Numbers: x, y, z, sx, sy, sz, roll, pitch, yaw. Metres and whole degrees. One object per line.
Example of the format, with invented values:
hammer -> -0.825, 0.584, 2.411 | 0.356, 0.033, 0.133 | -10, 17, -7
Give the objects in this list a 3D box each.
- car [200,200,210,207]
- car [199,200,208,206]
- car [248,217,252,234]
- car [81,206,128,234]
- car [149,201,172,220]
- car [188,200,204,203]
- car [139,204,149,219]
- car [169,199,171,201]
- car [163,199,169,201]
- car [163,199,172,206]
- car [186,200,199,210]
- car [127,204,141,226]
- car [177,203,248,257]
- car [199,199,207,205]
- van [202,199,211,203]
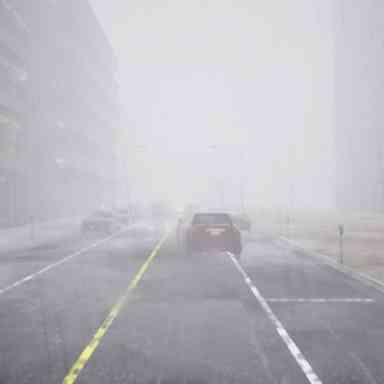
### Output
car -> 2.748, 2.467, 72.146 | 1.887, 1.381, 4.507 | 1, -1, 0
car -> 2.788, 2.607, 82.576 | 2.008, 1.369, 4.403 | 1, -1, 0
car -> 2.691, 1.817, 21.312 | 1.887, 1.381, 4.507 | 1, -1, 0
car -> -5.689, 1.816, 21.309 | 1.887, 1.381, 4.507 | 1, -1, 0
car -> -3.114, 1.928, 33.258 | 1.837, 1.490, 4.892 | 0, -1, 0
car -> 0.080, 1.986, 39.860 | 1.882, 1.535, 5.008 | 0, -1, 0
car -> -5.694, 1.854, 32.449 | 1.967, 1.590, 4.097 | 1, -1, 0
car -> -5.795, 2.495, 71.432 | 1.802, 1.307, 4.206 | 1, -1, 0
car -> -5.713, 2.210, 60.296 | 1.967, 1.590, 4.097 | 1, -1, 0
car -> -5.848, 2.468, 80.337 | 1.967, 1.590, 4.097 | 1, -1, 0
car -> 0.070, 2.232, 57.972 | 2.128, 1.511, 4.902 | 0, -1, 0
car -> -5.692, 1.908, 26.879 | 1.947, 1.339, 4.313 | 1, -1, 0
car -> 0.567, 1.531, 13.994 | 2.097, 1.767, 4.553 | 0, -1, -8
car -> 2.785, 2.679, 88.145 | 2.008, 1.369, 4.403 | 1, -1, 0
van -> 2.699, 2.154, 63.688 | 1.690, 1.788, 3.998 | 1, -1, 0
